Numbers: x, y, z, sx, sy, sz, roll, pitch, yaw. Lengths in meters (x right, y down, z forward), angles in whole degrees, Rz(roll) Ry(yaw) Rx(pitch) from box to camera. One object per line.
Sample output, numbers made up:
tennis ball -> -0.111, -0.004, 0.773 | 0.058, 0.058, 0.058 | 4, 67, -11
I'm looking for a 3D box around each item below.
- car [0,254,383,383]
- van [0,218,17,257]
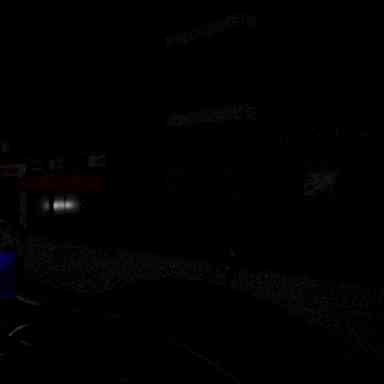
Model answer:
car -> -0.540, 1.549, 3.195 | 4.313, 1.339, 1.947 | 1, 0, 36
van -> -5.023, 1.282, 6.395 | 3.998, 1.788, 1.690 | 1, 0, 36
